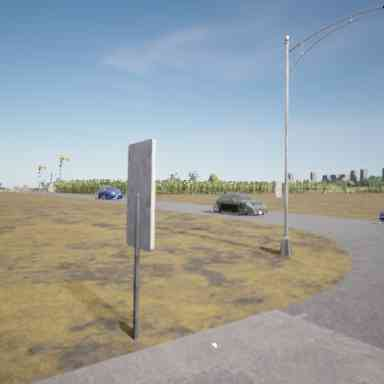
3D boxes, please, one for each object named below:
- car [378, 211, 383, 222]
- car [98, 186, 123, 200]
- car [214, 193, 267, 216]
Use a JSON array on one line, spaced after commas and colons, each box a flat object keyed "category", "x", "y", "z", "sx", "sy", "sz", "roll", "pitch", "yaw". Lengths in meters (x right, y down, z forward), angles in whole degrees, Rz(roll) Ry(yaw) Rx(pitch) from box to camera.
[{"category": "car", "x": 14.095, "y": 1.447, "z": 20.378, "sx": 4.674, "sy": 1.442, "sz": 1.812, "roll": 2, "pitch": 2, "yaw": 23}, {"category": "car", "x": -12.119, "y": 0.156, "z": 49.154, "sx": 2.150, "sy": 2.045, "sz": 5.566, "roll": 2, "pitch": 0, "yaw": -35}, {"category": "car", "x": 3.788, "y": 0.913, "z": 26.352, "sx": 2.097, "sy": 1.767, "sz": 4.553, "roll": 2, "pitch": 0, "yaw": -35}]
